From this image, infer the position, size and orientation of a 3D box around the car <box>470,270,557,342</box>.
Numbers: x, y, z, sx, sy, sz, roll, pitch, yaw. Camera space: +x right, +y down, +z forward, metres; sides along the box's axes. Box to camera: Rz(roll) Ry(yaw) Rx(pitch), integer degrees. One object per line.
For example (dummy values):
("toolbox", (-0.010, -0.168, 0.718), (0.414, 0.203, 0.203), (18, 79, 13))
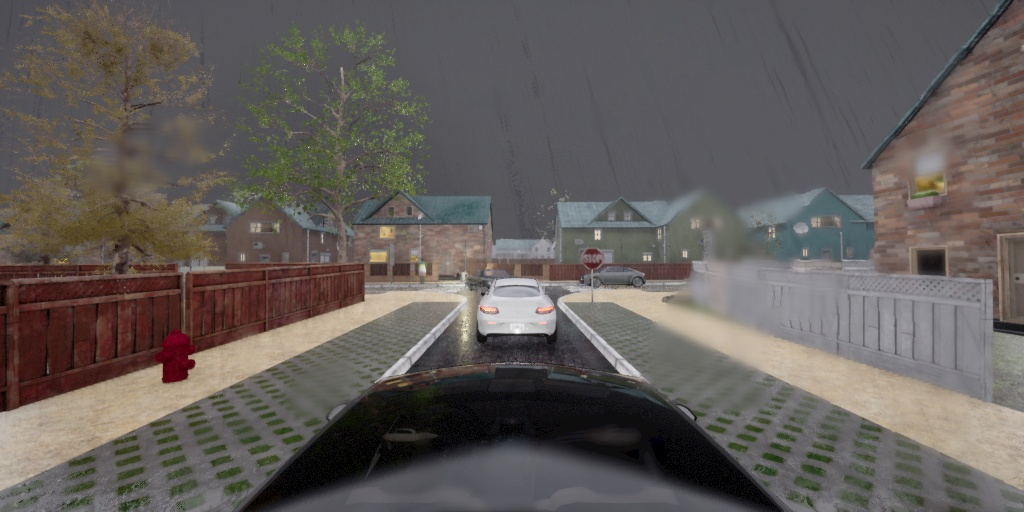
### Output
("car", (0.108, 1.279, 9.622), (1.812, 1.442, 4.674), (0, 0, 0))

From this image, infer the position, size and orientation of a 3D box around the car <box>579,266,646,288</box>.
("car", (6.554, 1.344, 23.612), (4.181, 1.385, 1.994), (0, -1, 1))

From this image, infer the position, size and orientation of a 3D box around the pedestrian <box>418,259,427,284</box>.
("pedestrian", (-6.683, 1.118, 26.716), (0.375, 1.860, 0.375), (0, -1, 1))

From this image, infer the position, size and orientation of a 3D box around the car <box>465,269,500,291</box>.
("car", (-1.235, 1.372, 19.683), (1.895, 1.301, 4.718), (0, -1, -19))

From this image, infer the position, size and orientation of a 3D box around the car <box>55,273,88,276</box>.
("car", (-25.206, 1.628, 21.107), (4.718, 1.301, 1.895), (-1, -1, 1))
